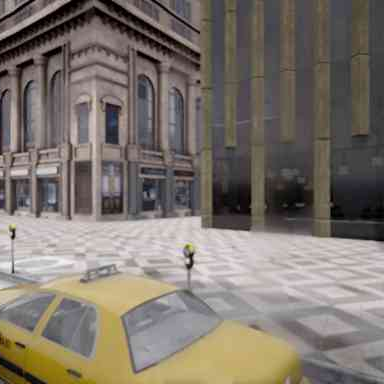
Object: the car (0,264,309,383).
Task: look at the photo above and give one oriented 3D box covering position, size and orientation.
[{"bbox_3d":[-1.227,1.520,3.856,4.829,1.417,1.752,0,0,36],"label":"car"}]
